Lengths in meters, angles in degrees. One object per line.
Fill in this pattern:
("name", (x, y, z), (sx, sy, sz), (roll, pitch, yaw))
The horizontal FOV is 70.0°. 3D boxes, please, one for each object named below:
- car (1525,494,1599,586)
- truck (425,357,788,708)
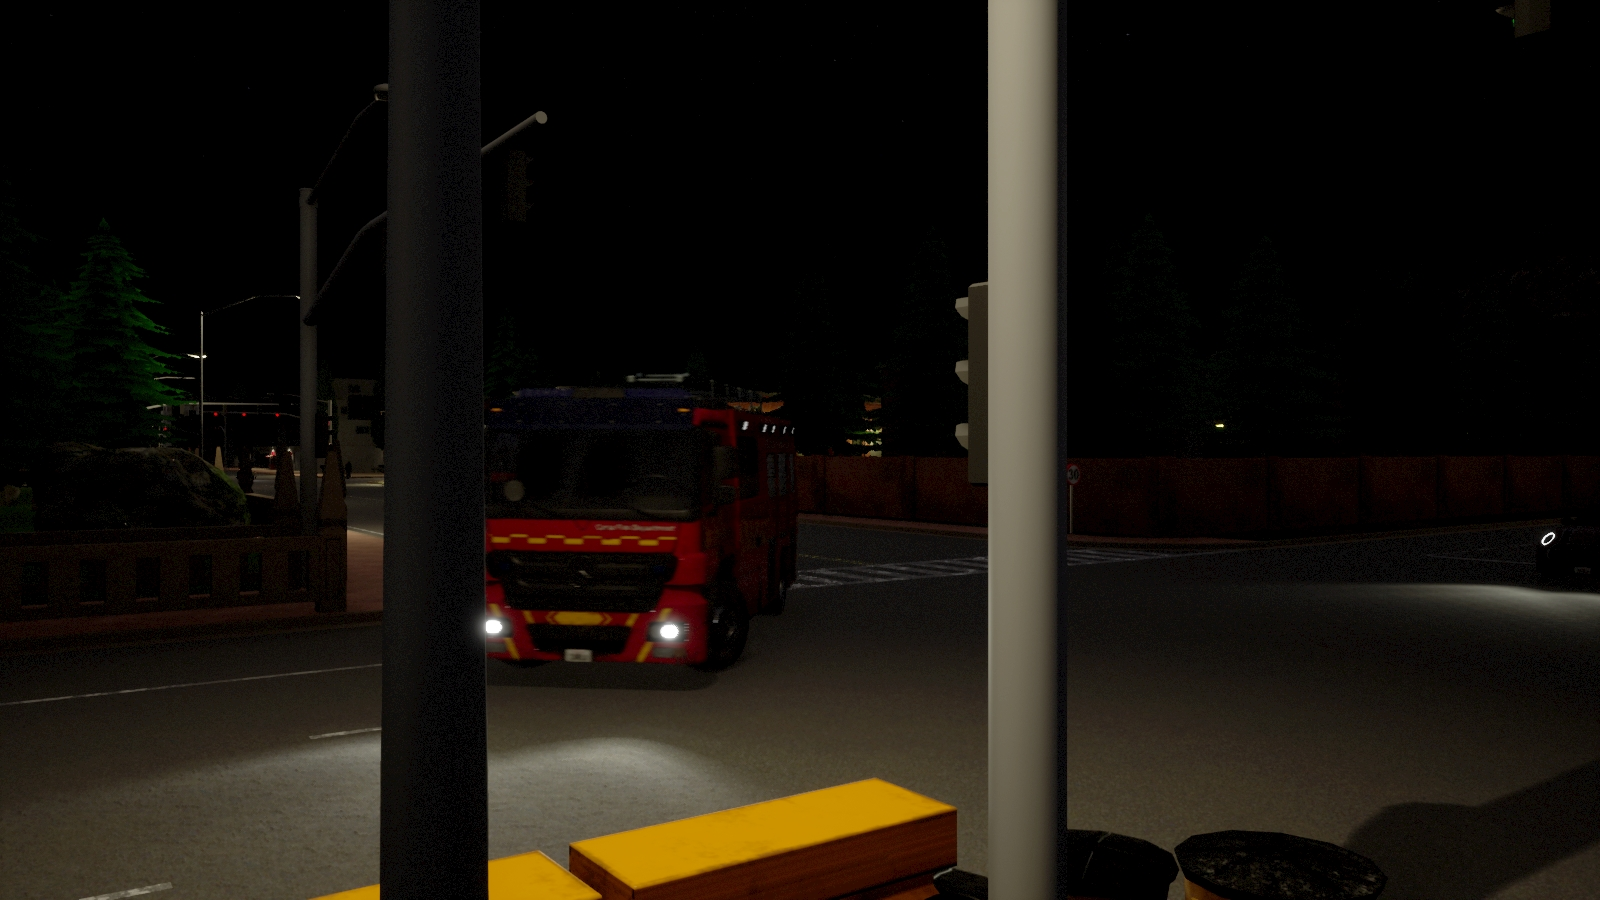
("car", (18.010, 1.906, 24.946), (4.553, 1.767, 2.097), (0, 0, -35))
("truck", (-2.213, 0.890, 16.837), (2.891, 3.827, 8.468), (0, 0, 8))
